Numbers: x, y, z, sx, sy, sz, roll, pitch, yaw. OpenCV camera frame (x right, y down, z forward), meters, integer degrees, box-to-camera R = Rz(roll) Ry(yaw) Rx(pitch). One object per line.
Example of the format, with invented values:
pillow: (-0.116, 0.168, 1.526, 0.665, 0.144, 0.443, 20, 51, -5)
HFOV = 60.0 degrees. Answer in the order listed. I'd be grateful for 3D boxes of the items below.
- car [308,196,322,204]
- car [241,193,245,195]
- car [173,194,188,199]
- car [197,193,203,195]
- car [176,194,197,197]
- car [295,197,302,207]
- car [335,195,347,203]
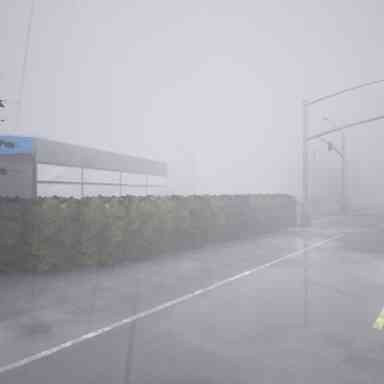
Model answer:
car: (22.344, 1.384, 61.045, 1.970, 1.475, 3.806, 0, 0, 38)
car: (12.253, 1.077, 78.127, 1.905, 1.878, 3.866, 0, 0, 38)
car: (-3.021, 1.232, 89.786, 1.970, 1.475, 3.806, 0, 0, 38)
car: (2.215, 1.153, 86.060, 2.152, 1.636, 5.027, 0, 0, 38)
car: (-1.695, 1.298, 66.086, 2.007, 1.523, 4.514, 0, 0, 38)
car: (13.149, 1.339, 44.587, 2.007, 1.523, 4.514, 0, 0, 38)
car: (29.283, 1.373, 65.019, 1.845, 1.501, 3.633, 0, 0, 38)
